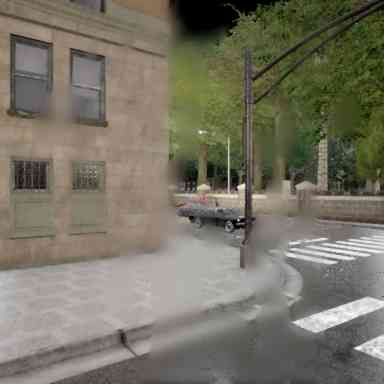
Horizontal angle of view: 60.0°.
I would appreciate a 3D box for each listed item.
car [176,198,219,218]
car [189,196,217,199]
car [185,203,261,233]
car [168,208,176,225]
[{"bbox_3d":[0.396,1.523,27.602,2.033,1.411,5.357,0,0,-35],"label":"car"},{"bbox_3d":[0.601,1.285,31.822,2.192,1.841,5.009,0,0,-35],"label":"car"},{"bbox_3d":[1.846,1.586,19.878,1.895,1.301,4.718,0,0,-35],"label":"car"},{"bbox_3d":[-3.169,1.544,22.284,1.947,1.339,4.313,0,0,-35],"label":"car"}]
